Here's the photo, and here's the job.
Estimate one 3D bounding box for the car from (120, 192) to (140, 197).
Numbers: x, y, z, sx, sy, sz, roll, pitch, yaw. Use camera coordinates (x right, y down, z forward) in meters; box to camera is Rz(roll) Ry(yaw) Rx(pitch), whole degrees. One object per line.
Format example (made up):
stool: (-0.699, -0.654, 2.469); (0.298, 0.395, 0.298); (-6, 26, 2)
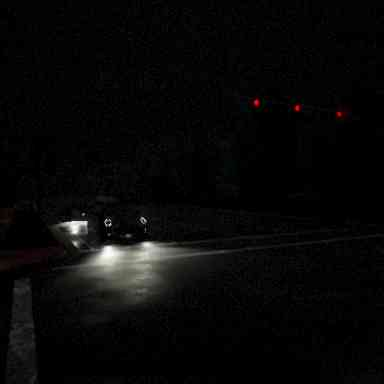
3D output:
car: (-9.728, 1.043, 51.634); (2.150, 2.045, 5.566); (-1, -1, -26)

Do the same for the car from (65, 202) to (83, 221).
car: (-9.087, 1.505, 26.881); (1.994, 1.385, 4.181); (-1, 0, -27)

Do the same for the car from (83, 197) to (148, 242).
car: (-3.749, 1.303, 16.325); (2.097, 1.767, 4.553); (-1, 0, -27)

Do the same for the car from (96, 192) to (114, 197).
car: (-13.423, 1.074, 51.203); (2.150, 2.045, 5.566); (-1, 0, -27)
